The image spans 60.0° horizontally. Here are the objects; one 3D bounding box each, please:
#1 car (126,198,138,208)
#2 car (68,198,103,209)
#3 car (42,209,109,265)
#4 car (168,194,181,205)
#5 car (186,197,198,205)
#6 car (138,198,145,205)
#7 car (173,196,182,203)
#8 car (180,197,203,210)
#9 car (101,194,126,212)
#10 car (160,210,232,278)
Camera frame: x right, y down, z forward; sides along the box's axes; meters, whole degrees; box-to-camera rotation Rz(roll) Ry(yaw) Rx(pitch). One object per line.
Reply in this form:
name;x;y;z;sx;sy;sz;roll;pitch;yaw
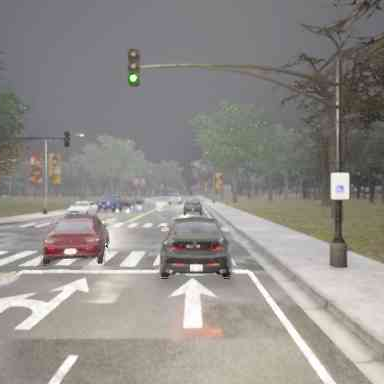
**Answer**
car;-9.782;1.674;49.807;1.895;1.301;4.718;0;0;1
car;-9.851;1.564;30.123;1.812;1.442;4.674;0;0;0
car;-3.978;1.539;11.749;1.812;1.442;4.674;0;0;-13
car;-3.252;1.327;63.188;2.150;2.045;5.566;0;0;0
car;0.000;1.651;63.056;2.033;1.411;5.357;0;0;0
car;-9.760;1.697;60.124;1.895;1.301;4.718;0;0;0
car;-3.263;1.614;77.676;1.882;1.535;5.008;0;0;0
car;0.094;1.537;35.004;2.128;1.511;4.902;0;0;0
car;-9.840;1.276;39.925;2.150;2.045;5.566;0;0;1
car;0.097;1.517;10.163;1.837;1.490;4.892;0;0;0
